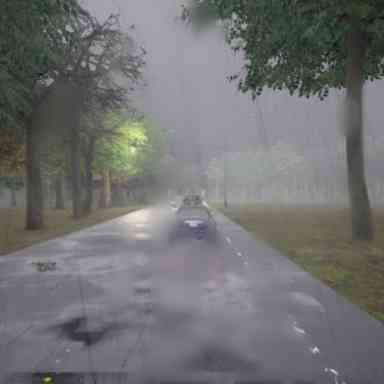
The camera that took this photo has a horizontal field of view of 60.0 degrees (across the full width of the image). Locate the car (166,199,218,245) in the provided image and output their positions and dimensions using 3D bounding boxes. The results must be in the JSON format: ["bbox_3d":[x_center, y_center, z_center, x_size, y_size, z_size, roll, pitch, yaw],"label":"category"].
[{"bbox_3d":[0.065,1.392,15.993,2.097,1.767,4.553,0,0,0],"label":"car"}]

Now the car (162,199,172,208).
[{"bbox_3d":[-3.558,1.783,51.758,1.895,1.301,4.718,0,0,0],"label":"car"}]

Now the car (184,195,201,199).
[{"bbox_3d":[0.050,1.333,36.800,2.150,2.045,5.566,0,0,0],"label":"car"}]
